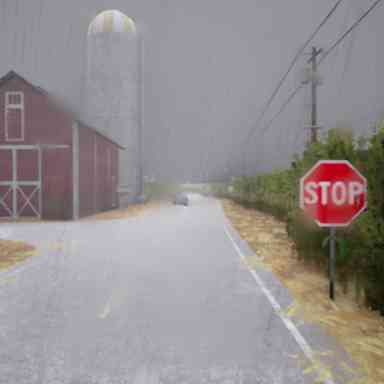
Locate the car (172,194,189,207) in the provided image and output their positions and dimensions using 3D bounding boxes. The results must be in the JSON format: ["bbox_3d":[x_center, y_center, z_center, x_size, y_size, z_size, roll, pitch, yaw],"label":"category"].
[{"bbox_3d":[-1.476,1.106,43.419,1.837,1.490,4.892,0,1,5],"label":"car"}]
